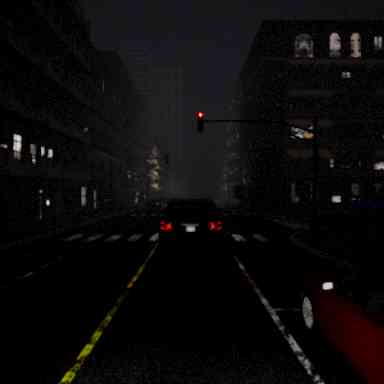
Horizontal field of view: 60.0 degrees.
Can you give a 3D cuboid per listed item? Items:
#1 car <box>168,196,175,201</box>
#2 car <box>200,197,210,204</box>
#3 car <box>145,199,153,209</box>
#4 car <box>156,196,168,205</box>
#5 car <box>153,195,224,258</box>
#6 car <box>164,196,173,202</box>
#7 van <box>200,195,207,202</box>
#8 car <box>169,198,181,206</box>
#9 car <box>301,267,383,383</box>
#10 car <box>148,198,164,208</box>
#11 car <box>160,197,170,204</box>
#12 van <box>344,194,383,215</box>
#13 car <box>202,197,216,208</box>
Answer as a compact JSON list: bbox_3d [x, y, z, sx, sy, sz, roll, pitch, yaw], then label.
[{"bbox_3d":[-5.649,1.848,91.615,1.802,1.307,4.206,-1,0,0],"label":"car"},{"bbox_3d":[2.719,1.741,69.493,2.008,1.369,4.403,-1,0,0],"label":"car"},{"bbox_3d":[-5.673,1.672,47.392,2.008,1.369,4.403,-1,0,0],"label":"car"},{"bbox_3d":[-5.666,1.613,63.975,1.967,1.590,4.097,-1,0,0],"label":"car"},{"bbox_3d":[0.025,1.250,12.956,2.150,2.045,5.566,0,0,1],"label":"car"},{"bbox_3d":[-5.656,1.752,80.389,1.752,1.417,4.829,-1,0,0],"label":"car"},{"bbox_3d":[2.723,1.568,80.550,1.690,1.788,3.998,-1,0,0],"label":"van"},{"bbox_3d":[-3.018,1.726,60.734,1.994,1.385,4.181,0,0,1],"label":"car"},{"bbox_3d":[2.684,1.554,3.911,1.887,1.381,4.507,0,0,0],"label":"car"},{"bbox_3d":[-5.670,1.704,52.919,1.947,1.339,4.313,-1,0,0],"label":"car"},{"bbox_3d":[-5.662,1.772,69.503,1.802,1.307,4.206,-1,0,0],"label":"car"},{"bbox_3d":[15.656,1.104,29.476,3.998,1.788,1.690,-1,1,-1],"label":"van"},{"bbox_3d":[2.709,1.578,52.910,1.967,1.590,4.097,-1,0,0],"label":"car"}]
